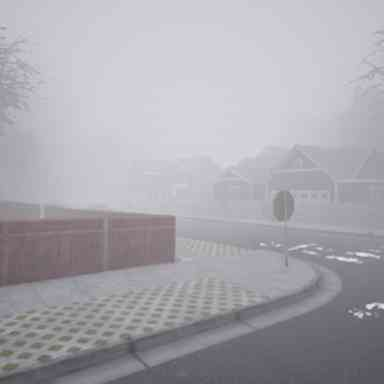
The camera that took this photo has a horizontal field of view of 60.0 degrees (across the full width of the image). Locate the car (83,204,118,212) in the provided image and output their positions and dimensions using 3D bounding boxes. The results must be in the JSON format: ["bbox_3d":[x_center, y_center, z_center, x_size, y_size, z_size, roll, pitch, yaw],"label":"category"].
[{"bbox_3d":[-8.769,1.803,31.801,1.895,1.301,4.718,-2,1,-36],"label":"car"}]

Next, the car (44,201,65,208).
[{"bbox_3d":[-19.212,1.952,46.479,1.895,1.301,4.718,-2,1,-36],"label":"car"}]
